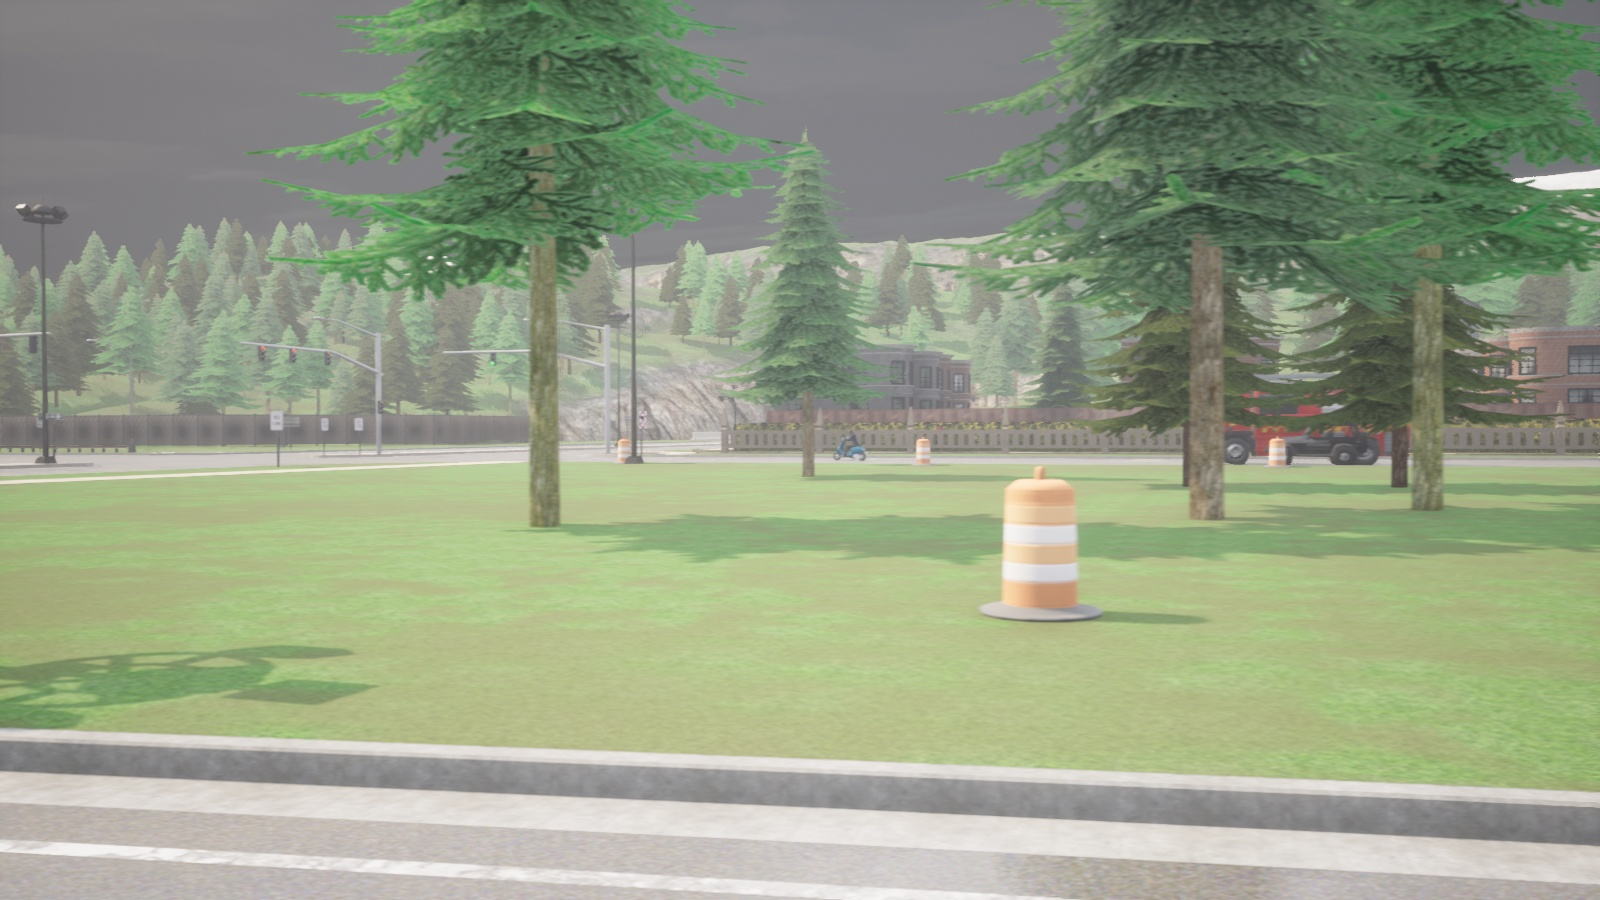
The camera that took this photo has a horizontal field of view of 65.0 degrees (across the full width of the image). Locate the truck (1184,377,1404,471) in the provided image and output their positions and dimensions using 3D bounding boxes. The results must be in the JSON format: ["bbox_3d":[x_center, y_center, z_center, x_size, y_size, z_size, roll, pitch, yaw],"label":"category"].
[{"bbox_3d":[20.889,-1.118,53.622,8.468,3.827,2.891,1,1,18],"label":"truck"}]

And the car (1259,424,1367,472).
[{"bbox_3d":[20.394,-0.103,50.112,3.866,1.878,1.905,1,1,18],"label":"car"}]

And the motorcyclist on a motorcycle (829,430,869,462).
[{"bbox_3d":[2.478,-0.228,63.466,1.817,1.590,0.866,1,1,18],"label":"motorcyclist on a motorcycle"}]
